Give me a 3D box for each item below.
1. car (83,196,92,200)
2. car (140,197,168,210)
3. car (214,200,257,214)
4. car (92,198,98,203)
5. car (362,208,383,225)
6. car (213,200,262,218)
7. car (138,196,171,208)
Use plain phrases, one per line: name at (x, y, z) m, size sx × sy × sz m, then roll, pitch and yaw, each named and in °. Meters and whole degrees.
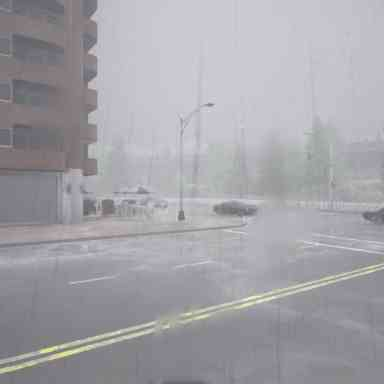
car at (-20.649, 1.272, 57.085) m, size 5.566 × 2.045 × 2.150 m, roll 0°, pitch 0°, yaw 10°
car at (-5.020, 1.436, 42.264) m, size 2.128 × 1.511 × 4.902 m, roll 0°, pitch 0°, yaw -38°
car at (4.508, 1.545, 35.174) m, size 1.895 × 1.301 × 4.718 m, roll 0°, pitch 0°, yaw -36°
car at (-19.939, 1.492, 60.437) m, size 5.357 × 1.411 × 2.033 m, roll 0°, pitch 0°, yaw 10°
car at (13.941, 1.573, 21.800) m, size 1.895 × 1.301 × 4.718 m, roll 0°, pitch 0°, yaw -35°
car at (3.976, 1.545, 29.672) m, size 1.895 × 1.301 × 4.718 m, roll 0°, pitch 0°, yaw -33°
car at (-5.447, 1.436, 48.137) m, size 2.128 × 1.511 × 4.902 m, roll 0°, pitch 0°, yaw -44°
